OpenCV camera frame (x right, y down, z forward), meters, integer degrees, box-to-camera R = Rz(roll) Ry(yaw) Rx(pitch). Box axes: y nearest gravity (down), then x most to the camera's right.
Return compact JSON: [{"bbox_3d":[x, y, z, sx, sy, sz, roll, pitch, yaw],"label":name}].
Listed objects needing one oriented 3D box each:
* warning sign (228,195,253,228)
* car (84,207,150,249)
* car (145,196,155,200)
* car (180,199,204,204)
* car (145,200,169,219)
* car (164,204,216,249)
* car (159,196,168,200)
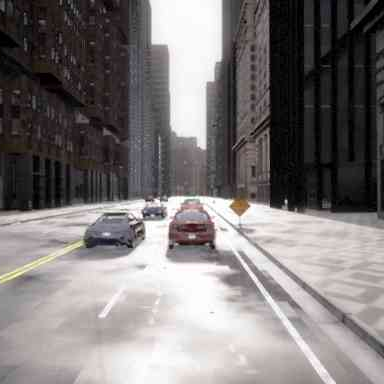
[{"bbox_3d":[2.841,1.123,19.759,1.300,1.860,1.060,-1,-1,0],"label":"warning sign"},{"bbox_3d":[-3.250,1.578,14.650,1.994,1.385,4.181,0,0,0],"label":"car"},{"bbox_3d":[-9.750,1.593,76.746,1.882,1.535,5.008,0,0,0],"label":"car"},{"bbox_3d":[0.000,1.384,29.622,2.097,1.767,4.553,0,0,0],"label":"car"},{"bbox_3d":[-3.250,1.634,29.681,1.895,1.301,4.718,0,0,0],"label":"car"},{"bbox_3d":[0.000,1.490,14.650,1.882,1.535,5.008,0,0,0],"label":"car"},{"bbox_3d":[-6.500,1.640,76.745,1.812,1.442,4.674,0,0,0],"label":"car"}]
